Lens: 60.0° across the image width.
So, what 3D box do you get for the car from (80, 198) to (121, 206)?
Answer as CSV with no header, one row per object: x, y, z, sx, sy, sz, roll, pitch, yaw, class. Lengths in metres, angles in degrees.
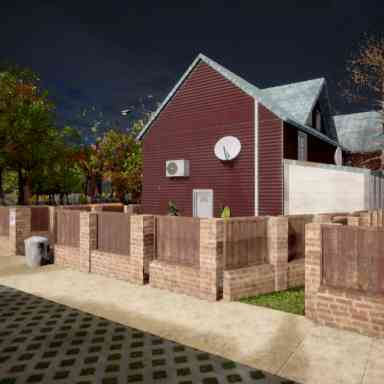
-9.131,1.435,33.024,2.097,1.767,4.553,0,0,35,car
